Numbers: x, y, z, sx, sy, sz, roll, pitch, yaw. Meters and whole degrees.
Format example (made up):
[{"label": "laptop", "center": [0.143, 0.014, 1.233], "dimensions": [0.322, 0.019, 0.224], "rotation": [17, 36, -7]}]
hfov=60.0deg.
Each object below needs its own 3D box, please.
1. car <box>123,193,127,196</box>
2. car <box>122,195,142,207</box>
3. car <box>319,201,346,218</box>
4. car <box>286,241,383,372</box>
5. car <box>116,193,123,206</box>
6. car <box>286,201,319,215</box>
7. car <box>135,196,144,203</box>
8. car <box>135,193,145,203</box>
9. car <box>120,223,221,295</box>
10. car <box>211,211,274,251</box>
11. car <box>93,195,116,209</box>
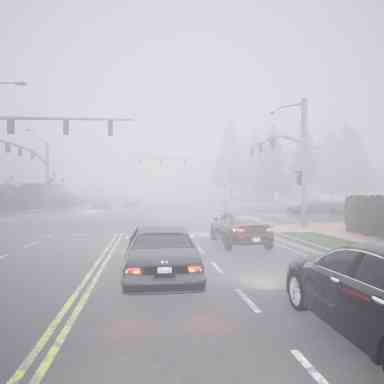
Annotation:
[{"label": "car", "center": [-14.535, 1.224, 69.502], "dimensions": [2.150, 2.045, 5.566], "rotation": [0, 0, -6]}, {"label": "car", "center": [-9.016, 1.525, 50.276], "dimensions": [1.812, 1.442, 4.674], "rotation": [0, 0, -6]}, {"label": "car", "center": [14.170, 1.491, 28.930], "dimensions": [4.902, 1.511, 2.128], "rotation": [0, 0, -5]}, {"label": "car", "center": [2.983, 1.505, 4.942], "dimensions": [1.837, 1.490, 4.892], "rotation": [0, 0, -5]}, {"label": "car", "center": [-12.987, 1.352, 54.499], "dimensions": [2.097, 1.767, 4.553], "rotation": [0, 0, -6]}, {"label": "car", "center": [12.072, 1.547, 32.487], "dimensions": [5.357, 1.411, 2.033], "rotation": [0, 0, -5]}, {"label": "car", "center": [-11.295, 1.523, 72.081], "dimensions": [1.812, 1.442, 4.674], "rotation": [0, 0, -6]}, {"label": "car", "center": [-9.990, 1.477, 59.447], "dimensions": [1.882, 1.535, 5.008], "rotation": [0, 1, -6]}, {"label": "car", "center": [-0.834, 1.547, 8.876], "dimensions": [2.033, 1.411, 5.357], "rotation": [0, 0, -7]}, {"label": "car", "center": [2.010, 1.526, 14.137], "dimensions": [1.812, 1.442, 4.674], "rotation": [0, 0, -7]}, {"label": "car", "center": [-12.033, 1.491, 44.885], "dimensions": [2.128, 1.511, 4.902], "rotation": [0, 0, -4]}]
